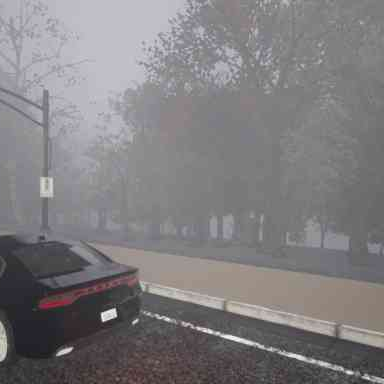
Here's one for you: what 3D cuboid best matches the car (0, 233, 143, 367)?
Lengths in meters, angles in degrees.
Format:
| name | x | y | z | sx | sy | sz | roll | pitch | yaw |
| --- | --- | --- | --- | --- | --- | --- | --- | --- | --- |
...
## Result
| name | x | y | z | sx | sy | sz | roll | pitch | yaw |
| --- | --- | --- | --- | --- | --- | --- | --- | --- | --- |
| car | -3.086 | 1.477 | 5.881 | 5.008 | 1.535 | 1.882 | 0 | 0 | 37 |
